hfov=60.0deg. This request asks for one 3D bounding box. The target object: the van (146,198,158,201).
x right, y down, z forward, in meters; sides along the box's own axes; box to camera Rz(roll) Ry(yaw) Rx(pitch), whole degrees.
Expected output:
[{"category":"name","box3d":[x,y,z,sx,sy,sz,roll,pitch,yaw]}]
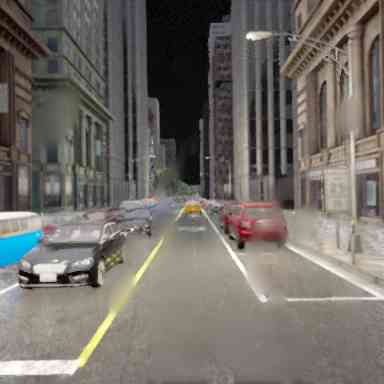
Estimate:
[{"category":"van","box3d":[-5.709,1.833,42.071,1.690,1.788,3.998,-1,-1,0]}]

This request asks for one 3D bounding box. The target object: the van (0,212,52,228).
[{"category":"van","box3d":[-5.764,1.502,9.426,1.690,1.788,3.998,-1,-1,0]}]

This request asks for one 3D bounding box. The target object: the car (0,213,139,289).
[{"category":"car","box3d":[-3.096,1.610,9.620,2.128,1.511,4.902,-1,-1,0]}]

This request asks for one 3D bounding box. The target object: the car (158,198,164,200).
[{"category":"car","box3d":[-5.700,1.863,47.513,2.192,1.841,5.009,-1,-1,0]}]

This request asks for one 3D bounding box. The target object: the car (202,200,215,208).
[{"category":"car","box3d":[2.846,2.062,58.383,1.887,1.381,4.507,-1,-1,0]}]

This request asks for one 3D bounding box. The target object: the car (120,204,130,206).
[{"category":"car","box3d":[-5.733,1.890,25.746,1.947,1.339,4.313,-1,-1,0]}]

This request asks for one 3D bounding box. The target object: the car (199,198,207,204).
[{"category":"car","box3d":[2.900,2.350,91.025,1.967,1.590,4.097,-1,-1,0]}]

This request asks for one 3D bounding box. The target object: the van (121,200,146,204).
[{"category":"van","box3d":[-5.727,1.721,31.190,1.690,1.788,3.998,-1,-1,0]}]

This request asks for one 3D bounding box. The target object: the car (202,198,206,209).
[{"category":"car","box3d":[2.826,1.846,47.504,1.967,1.590,4.097,-1,-1,0]}]

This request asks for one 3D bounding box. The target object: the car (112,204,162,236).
[{"category":"car","box3d":[-3.078,1.722,19.697,1.837,1.490,4.892,-1,0,0]}]

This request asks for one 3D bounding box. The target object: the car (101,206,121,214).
[{"category":"car","box3d":[-5.742,1.814,20.305,1.887,1.381,4.507,-1,-1,0]}]

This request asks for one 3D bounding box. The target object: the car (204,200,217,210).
[{"category":"car","box3d":[2.838,2.043,52.943,1.802,1.307,4.206,-1,-1,0]}]

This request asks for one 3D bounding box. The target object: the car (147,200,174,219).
[{"category":"car","box3d":[-3.042,1.838,33.566,1.882,1.535,5.008,-1,-1,0]}]

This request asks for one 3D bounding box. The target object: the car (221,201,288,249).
[{"category":"car","box3d":[2.769,1.387,14.862,2.192,1.841,5.009,-1,-1,0]}]

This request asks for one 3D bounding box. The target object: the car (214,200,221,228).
[{"category":"car","box3d":[2.778,1.441,20.303,2.192,1.841,5.009,-1,-1,0]}]

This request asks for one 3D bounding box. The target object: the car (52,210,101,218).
[{"category":"car","box3d":[-5.753,1.654,14.865,1.967,1.590,4.097,-1,-1,0]}]

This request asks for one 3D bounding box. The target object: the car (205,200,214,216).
[{"category":"car","box3d":[2.810,1.844,36.622,2.008,1.369,4.403,-1,-1,0]}]

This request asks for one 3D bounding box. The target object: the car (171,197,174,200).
[{"category":"car","box3d":[-5.650,2.432,74.712,1.802,1.307,4.206,-1,-1,0]}]

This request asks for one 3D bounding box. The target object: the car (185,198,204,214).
[{"category":"car","box3d":[0.152,1.853,40.238,1.882,1.535,5.008,-1,-1,0]}]

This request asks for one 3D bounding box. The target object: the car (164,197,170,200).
[{"category":"car","box3d":[-5.681,1.975,58.394,2.192,1.841,5.009,-1,-1,0]}]
